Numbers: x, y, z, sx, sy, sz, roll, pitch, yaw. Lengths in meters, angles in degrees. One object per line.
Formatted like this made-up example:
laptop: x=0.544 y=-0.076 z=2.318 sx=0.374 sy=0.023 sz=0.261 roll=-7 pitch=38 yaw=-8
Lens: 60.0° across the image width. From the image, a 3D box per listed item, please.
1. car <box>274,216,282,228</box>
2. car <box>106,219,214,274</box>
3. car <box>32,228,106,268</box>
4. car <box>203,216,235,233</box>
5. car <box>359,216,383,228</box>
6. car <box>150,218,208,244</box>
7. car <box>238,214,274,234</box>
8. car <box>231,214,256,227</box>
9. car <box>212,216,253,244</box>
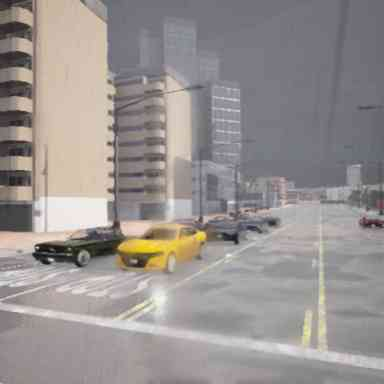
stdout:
car: x=9.365 y=3.477 z=39.236 sx=1.895 sy=1.301 sz=4.718 roll=-1 pitch=-3 yaw=21
car: x=-0.925 y=1.999 z=12.732 sx=1.882 sy=1.535 sz=5.008 roll=-1 pitch=-3 yaw=21
car: x=-4.210 y=2.196 z=13.928 sx=1.895 sy=1.301 sz=4.718 roll=-1 pitch=-3 yaw=21
car: x=2.644 y=3.043 z=31.647 sx=1.994 sy=1.385 sz=4.181 roll=-1 pitch=-3 yaw=21
car: x=19.926 y=3.336 z=37.205 sx=1.895 sy=1.301 sz=4.718 roll=-1 pitch=-3 yaw=21
car: x=-0.732 y=2.563 z=22.924 sx=2.033 sy=1.411 sz=5.357 roll=-1 pitch=-3 yaw=21
car: x=5.698 y=2.919 z=29.828 sx=2.033 sy=1.411 sz=5.357 roll=-1 pitch=-3 yaw=22
car: x=6.502 y=3.498 z=41.533 sx=2.128 sy=1.511 sz=4.902 roll=-1 pitch=-3 yaw=21
car: x=2.304 y=2.472 z=21.092 sx=1.994 sy=1.385 sz=4.181 roll=-1 pitch=-3 yaw=21
